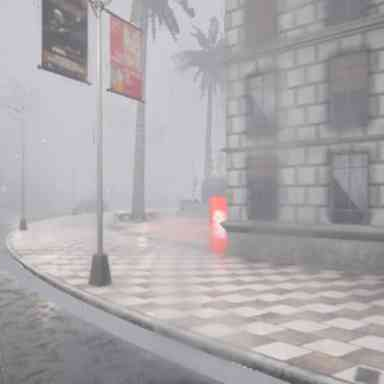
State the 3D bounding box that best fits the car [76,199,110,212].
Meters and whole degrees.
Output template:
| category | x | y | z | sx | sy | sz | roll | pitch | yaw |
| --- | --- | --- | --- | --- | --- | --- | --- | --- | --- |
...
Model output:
| category | x | y | z | sx | sy | sz | roll | pitch | yaw |
| --- | --- | --- | --- | --- | --- | --- | --- | --- | --- |
| car | -12.924 | 1.650 | 43.551 | 2.097 | 1.767 | 4.553 | 0 | 0 | 29 |
